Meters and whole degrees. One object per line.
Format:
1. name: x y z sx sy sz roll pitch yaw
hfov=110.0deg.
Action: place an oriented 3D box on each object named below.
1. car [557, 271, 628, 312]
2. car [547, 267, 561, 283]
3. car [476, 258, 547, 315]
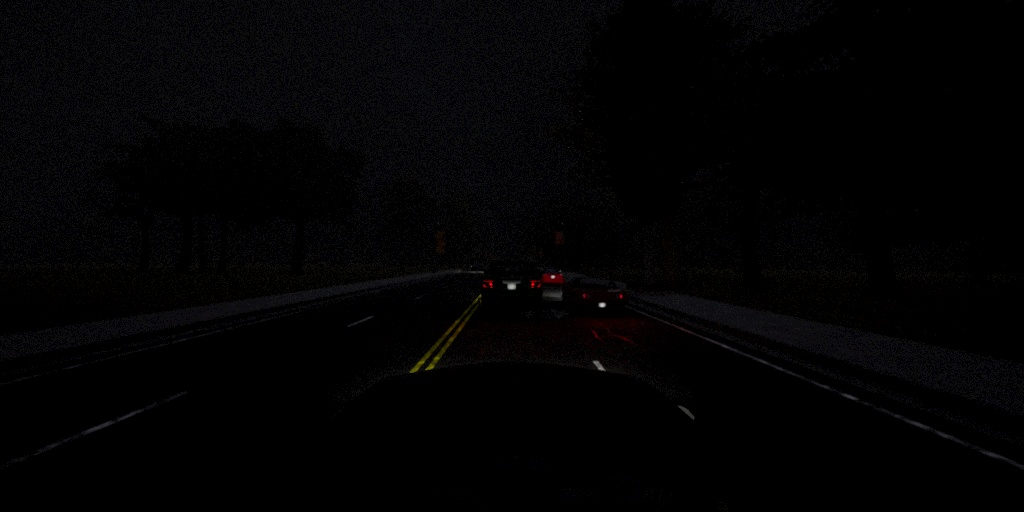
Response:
1. car: 3.265 1.501 15.116 1.895 1.301 4.718 0 -1 1
2. car: 3.264 1.654 30.356 1.994 1.385 4.181 0 -1 1
3. car: 0.008 1.117 14.435 2.150 2.045 5.566 0 0 0
